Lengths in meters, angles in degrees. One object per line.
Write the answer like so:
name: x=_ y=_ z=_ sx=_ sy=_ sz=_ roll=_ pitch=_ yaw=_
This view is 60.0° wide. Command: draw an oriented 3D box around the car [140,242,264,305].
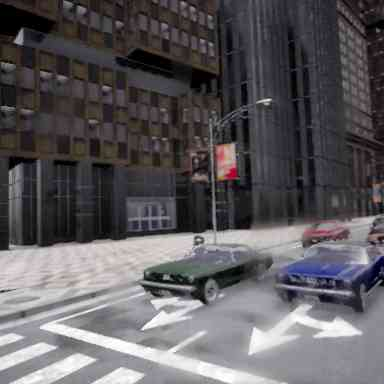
car: x=0.685 y=2.254 z=10.004 sx=1.895 sy=1.301 sz=4.718 roll=-5 pitch=-5 yaw=36

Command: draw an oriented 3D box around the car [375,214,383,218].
car: x=21.127 y=3.122 z=36.218 sx=1.994 sy=1.385 sz=4.181 roll=-5 pitch=-5 yaw=40

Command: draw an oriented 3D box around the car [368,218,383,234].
car: x=11.186 y=2.379 z=18.727 sx=1.994 sy=1.385 sz=4.181 roll=-5 pitch=-5 yaw=37

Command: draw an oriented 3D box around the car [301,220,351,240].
car: x=8.230 y=2.505 z=20.214 sx=1.882 sy=1.535 sz=5.008 roll=-5 pitch=-5 yaw=37

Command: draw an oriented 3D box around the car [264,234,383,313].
car: x=3.953 y=2.059 z=8.960 sx=1.895 sy=1.301 sz=4.718 roll=-5 pitch=-5 yaw=38
